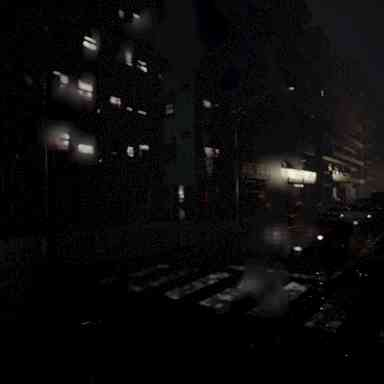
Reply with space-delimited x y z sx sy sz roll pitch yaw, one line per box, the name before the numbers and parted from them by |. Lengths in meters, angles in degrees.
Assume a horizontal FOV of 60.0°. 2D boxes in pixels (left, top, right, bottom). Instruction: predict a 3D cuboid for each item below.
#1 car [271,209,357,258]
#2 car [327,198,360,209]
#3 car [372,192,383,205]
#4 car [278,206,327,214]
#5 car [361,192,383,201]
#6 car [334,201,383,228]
car | 4.727 1.536 12.753 1.895 1.301 4.718 -2 -1 35
car | 12.077 1.429 27.279 2.008 1.369 4.403 -1 0 36
car | 28.731 0.975 50.186 2.192 1.841 5.009 -1 0 36
car | 6.062 1.504 19.162 1.887 1.381 4.507 -1 0 36
car | 17.030 0.992 29.695 2.150 2.045 5.566 -2 -1 36
car | 10.720 1.455 21.022 1.895 1.301 4.718 -2 -1 36
